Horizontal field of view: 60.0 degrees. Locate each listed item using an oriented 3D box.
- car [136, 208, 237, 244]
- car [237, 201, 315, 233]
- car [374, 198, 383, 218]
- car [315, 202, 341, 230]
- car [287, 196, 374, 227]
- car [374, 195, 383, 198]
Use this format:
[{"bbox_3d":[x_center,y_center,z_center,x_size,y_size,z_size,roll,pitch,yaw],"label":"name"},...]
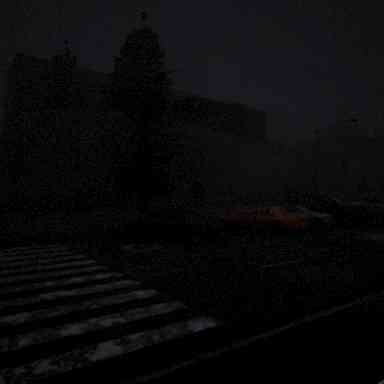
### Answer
[{"bbox_3d":[-0.597,1.534,16.118,4.792,1.488,2.163,-1,-1,34],"label":"car"},{"bbox_3d":[4.113,1.511,19.717,5.366,1.575,1.946,-1,0,35],"label":"car"},{"bbox_3d":[14.204,1.477,26.486,5.366,1.575,1.946,-1,-1,34],"label":"car"},{"bbox_3d":[6.712,1.551,21.364,4.674,1.452,2.002,-1,-1,34],"label":"car"},{"bbox_3d":[9.187,1.258,23.094,5.566,2.045,2.435,-1,-1,35],"label":"car"},{"bbox_3d":[16.471,1.213,28.347,5.566,2.045,2.435,-1,0,35],"label":"car"}]
